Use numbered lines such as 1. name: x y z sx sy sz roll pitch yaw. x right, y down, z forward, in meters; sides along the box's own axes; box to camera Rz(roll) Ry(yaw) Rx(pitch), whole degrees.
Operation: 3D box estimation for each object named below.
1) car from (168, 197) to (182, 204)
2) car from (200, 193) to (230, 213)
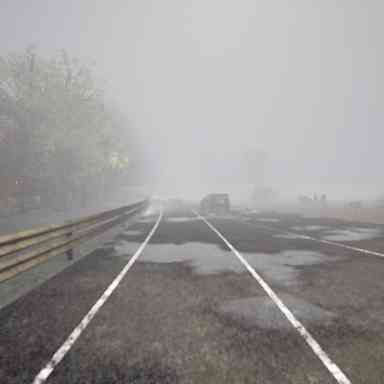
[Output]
1. car: -3.331 1.578 63.612 1.895 1.301 4.718 0 0 -13
2. car: 2.550 1.175 37.309 2.150 2.045 5.566 0 0 -13
